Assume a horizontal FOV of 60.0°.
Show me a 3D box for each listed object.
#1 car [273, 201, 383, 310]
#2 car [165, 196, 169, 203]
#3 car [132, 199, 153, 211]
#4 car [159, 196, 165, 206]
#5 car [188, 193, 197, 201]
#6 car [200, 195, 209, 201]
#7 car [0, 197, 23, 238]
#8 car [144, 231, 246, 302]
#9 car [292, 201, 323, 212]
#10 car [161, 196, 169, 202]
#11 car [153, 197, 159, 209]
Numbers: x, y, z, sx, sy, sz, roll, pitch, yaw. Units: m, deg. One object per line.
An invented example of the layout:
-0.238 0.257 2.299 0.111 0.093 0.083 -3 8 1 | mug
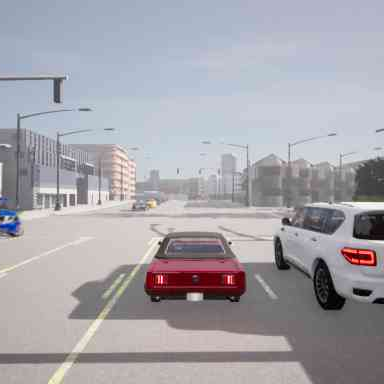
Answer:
3.566 1.234 7.953 2.150 2.045 5.566 0 0 0 | car
-6.974 1.738 75.519 2.128 1.511 4.902 0 1 0 | car
-7.077 1.856 46.035 2.128 1.511 4.902 0 0 1 | car
-7.012 1.862 65.245 1.837 1.490 4.892 0 0 1 | car
0.031 1.391 88.922 2.150 2.045 5.566 0 -1 0 | car
3.531 1.525 89.274 2.097 1.767 4.553 0 -1 0 | car
-10.576 1.289 17.760 2.150 2.045 5.566 3 -2 -33 | car
0.072 1.617 8.246 1.895 1.301 4.718 0 0 0 | car
16.082 1.964 46.156 2.033 1.411 5.357 -1 -1 45 | car
-6.970 1.683 85.772 1.812 1.442 4.674 0 0 0 | car
-7.064 1.895 55.420 1.882 1.535 5.008 0 0 0 | car
